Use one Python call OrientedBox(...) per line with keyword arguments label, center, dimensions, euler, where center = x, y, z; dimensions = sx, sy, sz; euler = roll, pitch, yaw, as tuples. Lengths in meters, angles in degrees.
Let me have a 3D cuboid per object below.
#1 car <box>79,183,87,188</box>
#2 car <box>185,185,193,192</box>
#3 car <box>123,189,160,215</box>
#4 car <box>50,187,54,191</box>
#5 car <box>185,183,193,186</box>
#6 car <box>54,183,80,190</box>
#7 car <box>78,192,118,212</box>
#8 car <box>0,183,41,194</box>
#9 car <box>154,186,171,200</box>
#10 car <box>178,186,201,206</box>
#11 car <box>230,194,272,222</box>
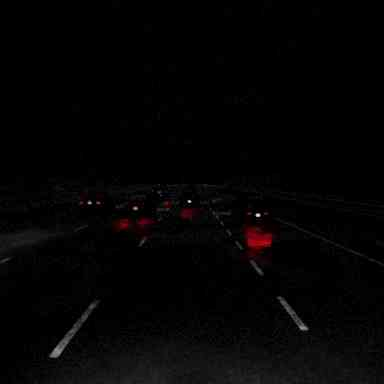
OrientedBox(label="car", center=(-25.083, -1.072, 73.899), dimensions=(2.150, 2.045, 5.566), euler=(0, 1, 0))
OrientedBox(label="car", center=(-0.608, -0.830, 77.244), dimensions=(1.812, 1.442, 4.674), euler=(0, 1, 0))
OrientedBox(label="car", center=(-3.582, 0.778, 23.297), dimensions=(1.812, 1.442, 4.674), euler=(0, 2, 0))
OrientedBox(label="car", center=(-28.559, -0.705, 70.873), dimensions=(1.812, 1.442, 4.674), euler=(0, 1, 0))
OrientedBox(label="car", center=(-0.406, -0.212, 51.773), dimensions=(1.837, 1.490, 4.892), euler=(0, 2, 0))
OrientedBox(label="car", center=(-21.490, -0.324, 57.452), dimensions=(1.994, 1.385, 4.181), euler=(0, 2, 0))
OrientedBox(label="car", center=(-7.098, 0.725, 25.489), dimensions=(2.033, 1.411, 5.357), euler=(0, 2, 0))
OrientedBox(label="car", center=(-17.865, 0.069, 34.810), dimensions=(2.150, 2.045, 5.566), euler=(0, 2, 0))
OrientedBox(label="car", center=(-3.713, 0.021, 40.033), dimensions=(2.097, 1.767, 4.553), euler=(0, 2, 0))
OrientedBox(label="car", center=(-0.246, 0.475, 31.561), dimensions=(1.837, 1.490, 4.892), euler=(0, 2, 0))
OrientedBox(label="car", center=(3.446, 0.874, 19.882), dimensions=(1.837, 1.490, 4.892), euler=(0, 2, 0))
